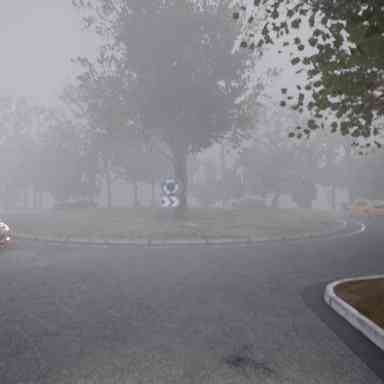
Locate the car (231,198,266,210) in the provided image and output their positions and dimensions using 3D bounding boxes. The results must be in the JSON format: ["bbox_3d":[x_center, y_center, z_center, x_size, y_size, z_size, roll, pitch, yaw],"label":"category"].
[{"bbox_3d":[6.866,1.442,40.435,4.181,1.385,1.994,0,0,35],"label":"car"}]

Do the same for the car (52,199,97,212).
[{"bbox_3d":[-13.332,1.486,37.871,1.895,1.301,4.718,0,0,45],"label":"car"}]

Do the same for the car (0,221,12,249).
[{"bbox_3d":[-9.045,1.313,12.834,4.553,1.767,2.097,0,0,31],"label":"car"}]

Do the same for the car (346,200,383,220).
[{"bbox_3d":[14.559,1.395,27.422,1.882,1.535,5.008,0,-1,0],"label":"car"}]
